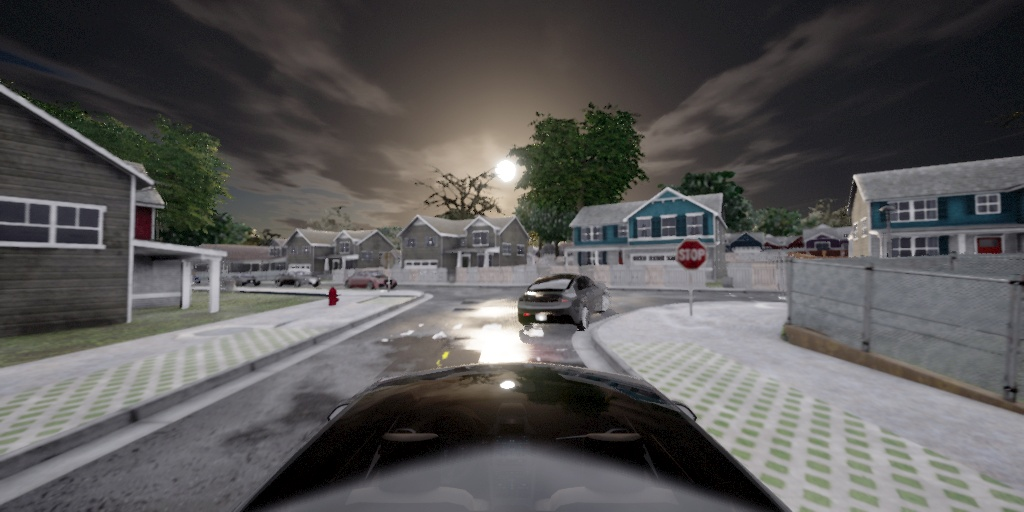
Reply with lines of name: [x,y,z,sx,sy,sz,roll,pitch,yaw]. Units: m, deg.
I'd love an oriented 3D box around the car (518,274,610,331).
car: [1.792,1.328,11.594,1.837,1.490,4.892,-4,-1,25]

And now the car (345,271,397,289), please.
car: [-10.471,1.796,26.618,4.181,1.385,1.994,-2,-3,32]

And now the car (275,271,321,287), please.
car: [-19.011,2.045,31.795,4.902,1.511,2.128,-2,-3,30]

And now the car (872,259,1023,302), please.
car: [15.705,0.875,12.530,4.892,1.490,1.837,-2,-3,35]

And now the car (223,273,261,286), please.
car: [-27.710,2.441,36.804,4.181,1.385,1.994,-2,-2,30]
